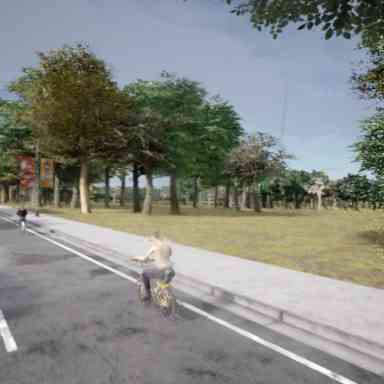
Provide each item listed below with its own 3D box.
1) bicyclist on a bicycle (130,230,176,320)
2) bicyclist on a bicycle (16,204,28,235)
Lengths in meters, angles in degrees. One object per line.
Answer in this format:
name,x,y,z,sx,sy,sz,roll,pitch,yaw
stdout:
bicyclist on a bicycle,-0.718,1.543,6.516,0.866,1.612,1.509,1,-1,-35
bicyclist on a bicycle,-9.964,1.577,19.448,0.659,1.776,1.843,1,-1,-36
